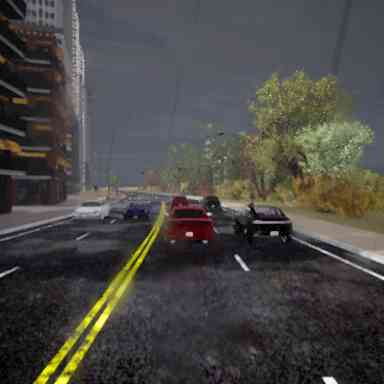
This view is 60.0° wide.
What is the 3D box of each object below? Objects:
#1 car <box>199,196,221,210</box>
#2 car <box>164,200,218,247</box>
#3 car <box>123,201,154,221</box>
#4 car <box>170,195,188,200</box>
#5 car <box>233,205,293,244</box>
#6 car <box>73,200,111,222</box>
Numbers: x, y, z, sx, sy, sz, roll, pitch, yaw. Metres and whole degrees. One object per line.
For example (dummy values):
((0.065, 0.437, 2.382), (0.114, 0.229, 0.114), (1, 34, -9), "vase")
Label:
((1.950, 1.152, 35.897), (1.837, 1.490, 4.892), (0, 0, -4), "car")
((-0.168, 1.340, 14.430), (1.882, 1.535, 5.008), (0, 1, -2), "car")
((-3.940, 1.368, 24.791), (1.895, 1.301, 4.718), (0, 1, -3), "car")
((-1.378, 1.122, 36.782), (1.882, 1.535, 5.008), (0, 1, -4), "car")
((3.062, 1.343, 15.056), (2.128, 1.511, 4.902), (0, 1, -2), "car")
((-7.173, 1.303, 24.236), (1.812, 1.442, 4.674), (0, 0, -2), "car")
